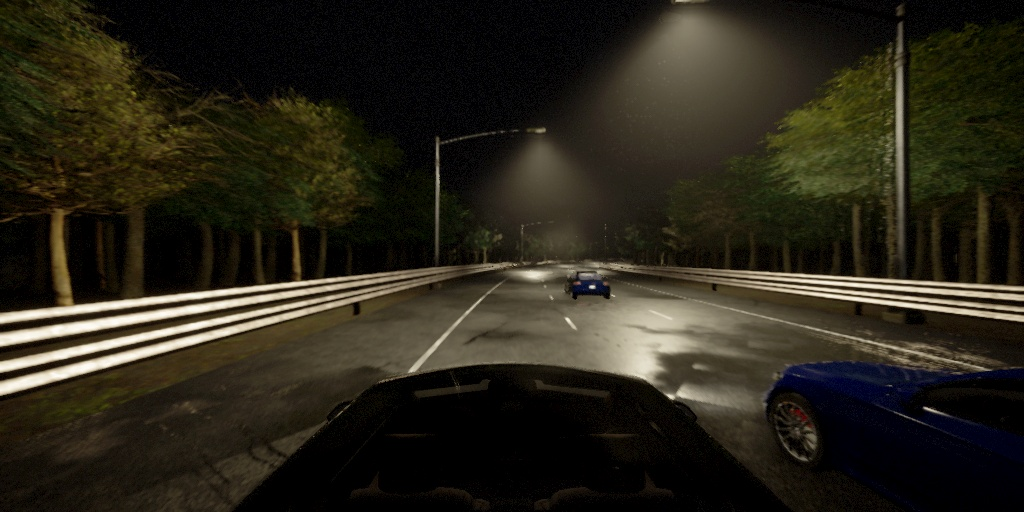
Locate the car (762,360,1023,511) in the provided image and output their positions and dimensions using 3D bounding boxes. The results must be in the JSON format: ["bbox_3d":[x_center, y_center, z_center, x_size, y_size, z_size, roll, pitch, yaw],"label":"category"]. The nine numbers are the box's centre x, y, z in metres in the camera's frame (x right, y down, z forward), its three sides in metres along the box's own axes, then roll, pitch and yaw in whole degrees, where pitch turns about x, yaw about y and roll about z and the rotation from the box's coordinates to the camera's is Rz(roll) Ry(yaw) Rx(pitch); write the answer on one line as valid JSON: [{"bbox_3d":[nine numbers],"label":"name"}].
[{"bbox_3d":[3.627,1.303,1.914,1.812,1.442,4.674,0,0,0],"label":"car"}]

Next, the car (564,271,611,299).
[{"bbox_3d":[3.960,1.481,19.359,1.994,1.385,4.181,0,0,2],"label":"car"}]
